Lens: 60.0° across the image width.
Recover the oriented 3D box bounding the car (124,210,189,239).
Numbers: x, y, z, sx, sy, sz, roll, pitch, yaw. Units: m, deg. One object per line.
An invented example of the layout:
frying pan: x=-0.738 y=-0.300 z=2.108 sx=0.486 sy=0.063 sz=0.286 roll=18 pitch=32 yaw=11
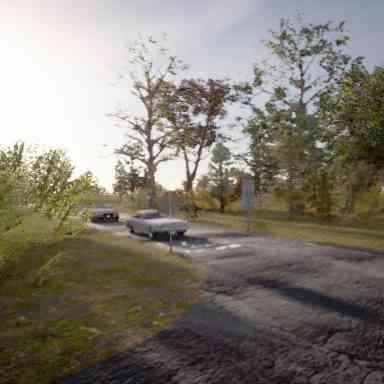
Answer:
car: x=-2.072 y=1.675 z=18.315 sx=1.895 sy=1.301 sz=4.718 roll=-1 pitch=0 yaw=-32

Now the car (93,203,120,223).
car: x=-7.334 y=1.625 z=26.713 sx=1.994 sy=1.385 sz=4.181 roll=-1 pitch=0 yaw=-32

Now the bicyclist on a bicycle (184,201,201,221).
bicyclist on a bicycle: x=0.054 y=1.496 z=26.201 sx=1.656 sy=1.620 sz=0.582 roll=0 pitch=0 yaw=-32
